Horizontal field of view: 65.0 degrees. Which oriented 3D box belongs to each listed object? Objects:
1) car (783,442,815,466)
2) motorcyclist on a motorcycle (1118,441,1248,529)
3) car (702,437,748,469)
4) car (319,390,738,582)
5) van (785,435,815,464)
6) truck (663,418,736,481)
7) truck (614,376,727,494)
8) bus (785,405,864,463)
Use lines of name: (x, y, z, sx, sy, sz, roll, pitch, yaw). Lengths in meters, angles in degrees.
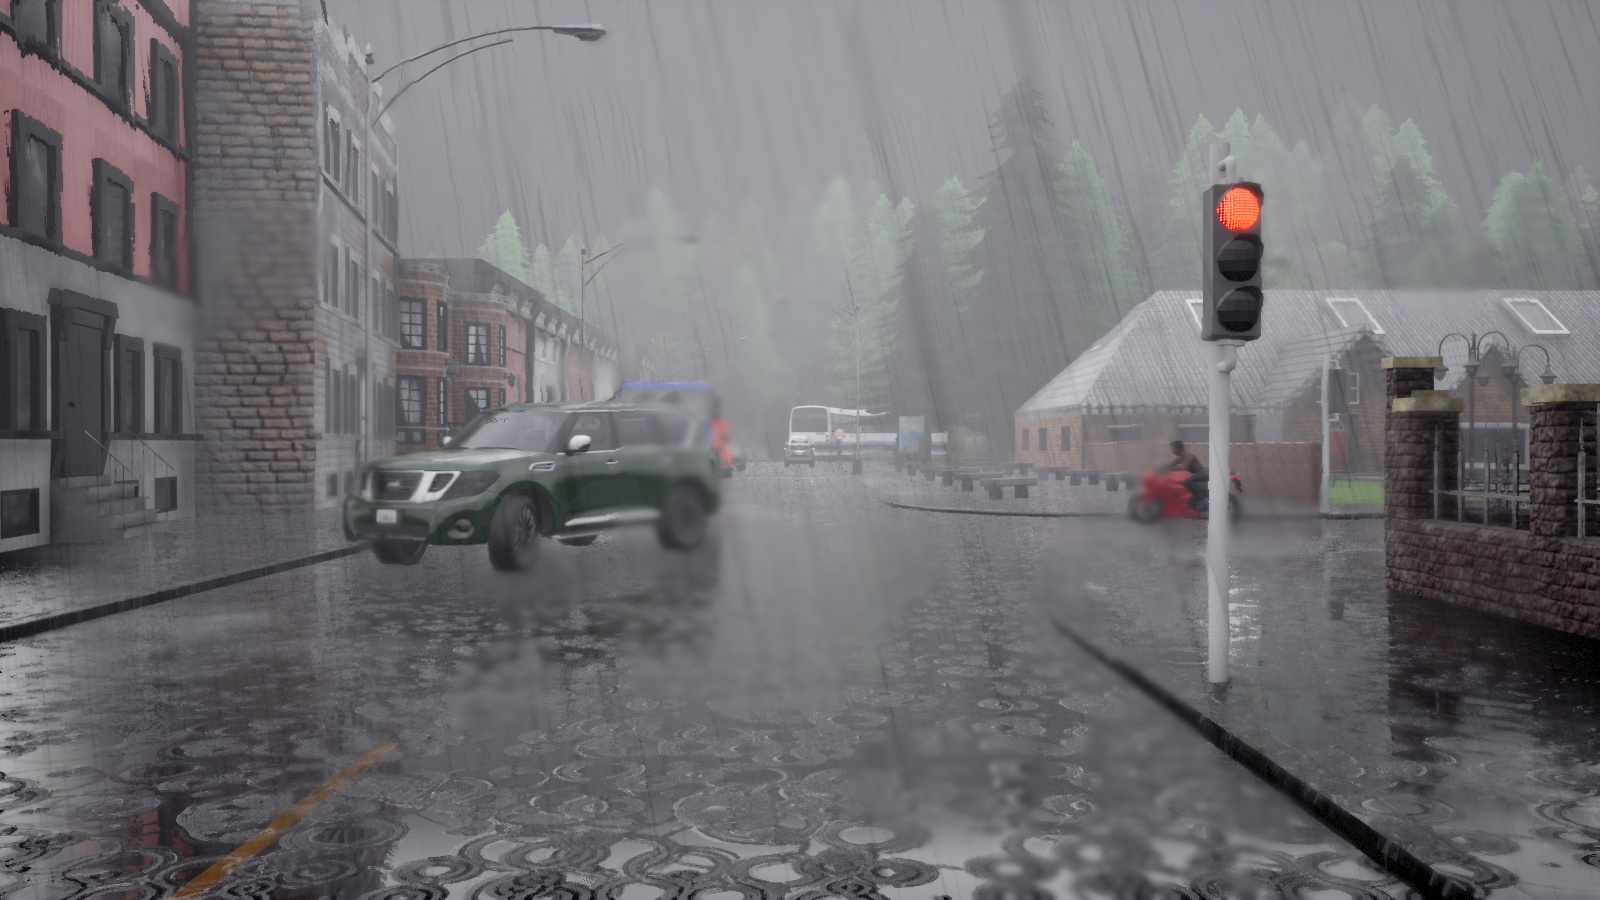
car: (-0.034, 0.264, 79.399, 1.970, 1.475, 3.806, 0, 0, 0)
motorcyclist on a motorcycle: (6.769, 0.608, 22.270, 2.044, 1.523, 0.797, 0, 1, -1)
car: (-4.042, 0.136, 68.438, 2.152, 1.651, 5.027, 0, 0, 0)
car: (-3.204, 0.371, 16.275, 2.150, 2.045, 5.566, 0, 0, 29)
van: (-0.025, -0.034, 89.082, 2.069, 2.038, 4.480, 0, 0, 0)
truck: (-4.061, -0.035, 51.564, 2.627, 2.467, 5.204, 0, 0, 0)
truck: (-4.047, -0.470, 41.022, 2.891, 3.462, 7.936, 0, 0, 0)
bus: (2.074, -1.175, 98.041, 3.944, 4.253, 10.273, 0, 0, 14)
